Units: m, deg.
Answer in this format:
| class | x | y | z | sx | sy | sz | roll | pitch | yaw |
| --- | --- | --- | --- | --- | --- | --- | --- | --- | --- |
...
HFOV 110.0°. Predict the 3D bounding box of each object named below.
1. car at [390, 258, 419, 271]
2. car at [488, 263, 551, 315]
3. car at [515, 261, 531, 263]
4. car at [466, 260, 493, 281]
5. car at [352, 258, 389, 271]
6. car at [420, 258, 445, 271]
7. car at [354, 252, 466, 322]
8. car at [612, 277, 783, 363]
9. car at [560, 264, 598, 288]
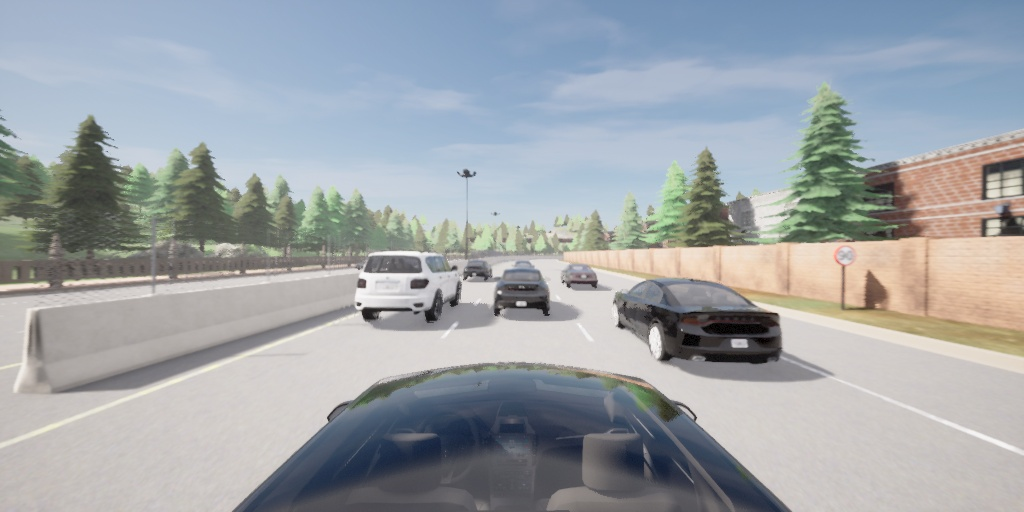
| class | x | y | z | sx | sy | sz | roll | pitch | yaw |
| --- | --- | --- | --- | --- | --- | --- | --- | --- | --- |
| car | -12.795 | 0.982 | 42.963 | 1.994 | 1.385 | 4.181 | 0 | 0 | 2 |
| car | 0.365 | 1.187 | 13.273 | 1.837 | 1.490 | 4.892 | 0 | 0 | 2 |
| car | 0.888 | 1.117 | 28.859 | 1.812 | 1.442 | 4.674 | 0 | 0 | 2 |
| car | -2.630 | 1.077 | 28.254 | 1.837 | 1.490 | 4.892 | 0 | 0 | 2 |
| car | -16.341 | 0.948 | 41.878 | 2.033 | 1.411 | 5.357 | 0 | 0 | 2 |
| car | -9.319 | 0.970 | 42.318 | 1.812 | 1.442 | 4.674 | 0 | 0 | 2 |
| car | -3.178 | 0.887 | 12.095 | 2.150 | 2.045 | 5.566 | 0 | 0 | 2 |
| car | 3.692 | 1.212 | 8.165 | 1.882 | 1.535 | 5.008 | 0 | 0 | 2 |
| car | 4.164 | 1.196 | 22.850 | 2.033 | 1.411 | 5.357 | 0 | 0 | 2 |
